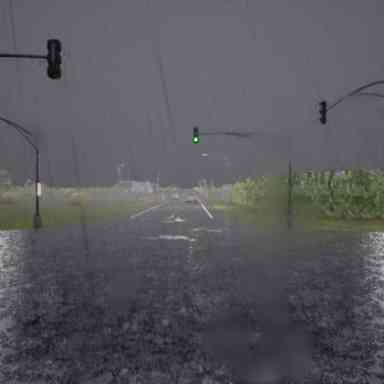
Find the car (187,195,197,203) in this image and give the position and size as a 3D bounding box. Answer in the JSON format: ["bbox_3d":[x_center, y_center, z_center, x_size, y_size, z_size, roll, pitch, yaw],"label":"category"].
[{"bbox_3d":[-0.053,1.451,64.357,1.994,1.385,4.181,0,0,0],"label":"car"}]

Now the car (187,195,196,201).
[{"bbox_3d":[-0.062,1.337,74.406,1.994,1.385,4.181,0,0,0],"label":"car"}]

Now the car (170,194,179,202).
[{"bbox_3d":[-3.556,1.106,68.578,1.837,1.490,4.892,0,0,0],"label":"car"}]
